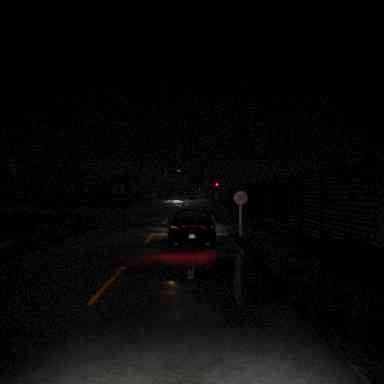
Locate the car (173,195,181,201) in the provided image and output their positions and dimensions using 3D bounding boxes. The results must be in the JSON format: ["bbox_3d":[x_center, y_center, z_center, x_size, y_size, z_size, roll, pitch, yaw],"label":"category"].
[{"bbox_3d":[-4.000,1.518,88.995,2.128,1.511,4.902,0,0,0],"label":"car"}]

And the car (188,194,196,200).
[{"bbox_3d":[0.000,1.337,82.815,1.812,1.442,4.674,0,0,0],"label":"car"}]

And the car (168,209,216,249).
[{"bbox_3d":[0.000,1.483,14.650,1.882,1.535,5.008,0,0,0],"label":"car"}]
